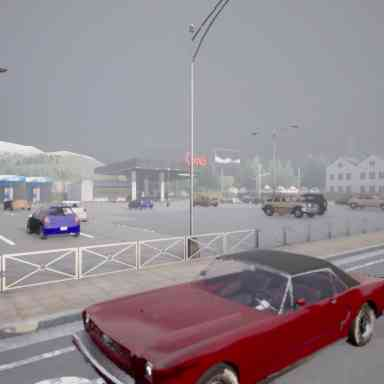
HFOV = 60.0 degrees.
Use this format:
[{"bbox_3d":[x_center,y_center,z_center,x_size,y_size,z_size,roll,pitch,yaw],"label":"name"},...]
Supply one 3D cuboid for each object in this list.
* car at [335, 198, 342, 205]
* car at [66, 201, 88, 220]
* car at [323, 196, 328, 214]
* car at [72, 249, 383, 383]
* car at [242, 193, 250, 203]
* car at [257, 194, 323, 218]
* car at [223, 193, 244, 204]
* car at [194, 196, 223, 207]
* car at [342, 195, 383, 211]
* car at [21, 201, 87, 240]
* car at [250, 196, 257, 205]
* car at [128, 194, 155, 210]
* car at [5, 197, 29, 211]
[{"bbox_3d":[23.605,1.313,49.369,2.007,1.523,4.514,0,0,-38],"label":"car"},{"bbox_3d":[-8.995,1.400,23.876,1.970,1.475,3.806,0,0,-38],"label":"car"},{"bbox_3d":[10.018,1.092,29.545,1.905,1.878,3.866,0,0,-38],"label":"car"},{"bbox_3d":[0.890,1.601,4.711,4.718,1.301,1.895,0,0,-38],"label":"car"},{"bbox_3d":[9.777,1.092,61.278,1.905,1.878,3.866,0,0,-38],"label":"car"},{"bbox_3d":[7.972,1.113,27.441,1.932,1.855,4.605,0,0,-38],"label":"car"},{"bbox_3d":[6.773,1.376,59.728,1.970,1.475,3.806,0,0,-38],"label":"car"},{"bbox_3d":[1.700,1.313,45.986,2.007,1.523,4.514,0,0,-38],"label":"car"},{"bbox_3d":[20.140,1.169,37.371,2.152,1.636,5.027,0,0,-38],"label":"car"},{"bbox_3d":[-6.814,1.389,16.182,1.845,1.501,3.633,0,0,-38],"label":"car"},{"bbox_3d":[11.990,1.113,53.043,1.932,1.855,4.605,0,0,-38],"label":"car"},{"bbox_3d":[-6.231,1.335,39.907,1.845,1.501,3.633,0,0,-38],"label":"car"},{"bbox_3d":[-20.296,1.346,38.732,2.152,1.636,5.027,0,0,-38],"label":"car"}]
